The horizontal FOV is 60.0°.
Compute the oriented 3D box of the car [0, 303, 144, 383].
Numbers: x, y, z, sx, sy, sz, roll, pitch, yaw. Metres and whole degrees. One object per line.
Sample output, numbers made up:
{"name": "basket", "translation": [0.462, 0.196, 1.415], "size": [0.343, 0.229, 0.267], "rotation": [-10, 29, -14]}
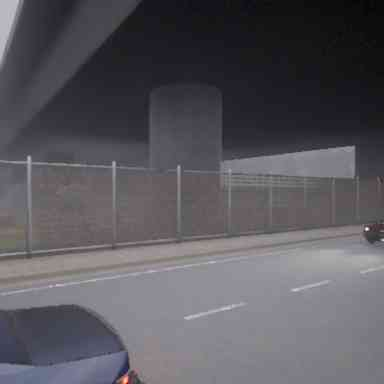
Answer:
{"name": "car", "translation": [-2.938, 1.541, 1.894], "size": [5.357, 1.411, 2.033], "rotation": [0, 0, -36]}

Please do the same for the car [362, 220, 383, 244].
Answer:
{"name": "car", "translation": [9.801, 1.704, 15.177], "size": [4.718, 1.301, 1.895], "rotation": [0, 0, -36]}
